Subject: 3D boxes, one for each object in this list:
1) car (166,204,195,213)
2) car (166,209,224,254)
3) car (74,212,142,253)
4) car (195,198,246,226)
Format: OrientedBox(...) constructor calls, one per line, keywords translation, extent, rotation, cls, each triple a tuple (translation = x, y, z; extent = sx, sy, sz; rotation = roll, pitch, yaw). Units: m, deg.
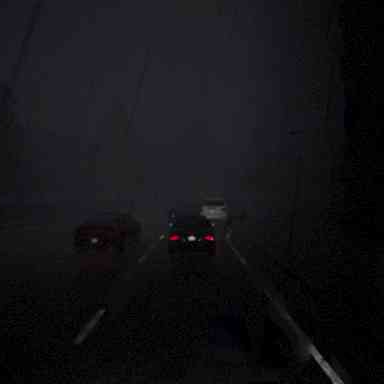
OrientedBox(translation=(-0.337, 1.738, 28.200), extent=(1.882, 1.535, 5.008), rotation=(0, 0, 27), cls="car")
OrientedBox(translation=(0.005, 1.677, 13.986), extent=(2.033, 1.411, 5.357), rotation=(0, 0, 0), cls="car")
OrientedBox(translation=(-3.458, 1.612, 14.475), extent=(1.882, 1.535, 5.008), rotation=(0, 0, 1), cls="car")
OrientedBox(translation=(2.581, 1.460, 26.303), extent=(2.150, 2.045, 5.566), rotation=(0, 0, 26), cls="car")
